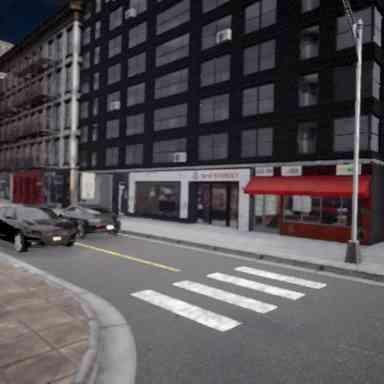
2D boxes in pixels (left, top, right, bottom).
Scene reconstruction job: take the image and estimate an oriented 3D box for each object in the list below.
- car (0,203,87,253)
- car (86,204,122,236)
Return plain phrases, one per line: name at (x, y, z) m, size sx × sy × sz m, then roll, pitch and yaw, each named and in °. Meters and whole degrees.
car at (-6.272, 1.222, 12.809) m, size 5.008 × 1.535 × 1.882 m, roll 2°, pitch 0°, yaw 44°
car at (-5.146, 1.293, 15.821) m, size 4.674 × 1.442 × 1.812 m, roll 2°, pitch 0°, yaw 44°
